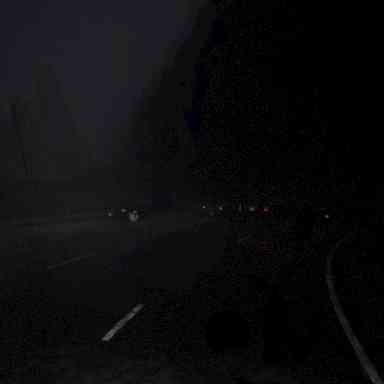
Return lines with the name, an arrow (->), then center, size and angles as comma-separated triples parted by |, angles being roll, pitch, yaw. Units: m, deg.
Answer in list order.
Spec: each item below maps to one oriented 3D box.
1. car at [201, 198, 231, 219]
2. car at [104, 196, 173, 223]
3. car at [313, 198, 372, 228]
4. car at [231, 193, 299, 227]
car -> 2.812, 1.079, 23.191 | 1.895, 1.301, 4.718 | 1, 2, 44
car -> -3.265, 0.995, 21.026 | 2.128, 1.511, 4.902 | 1, 2, 36
car -> 8.652, 1.077, 18.901 | 1.882, 1.535, 5.008 | 1, 1, 43
car -> 4.566, 0.922, 19.483 | 2.097, 1.767, 4.553 | 1, 2, 39
